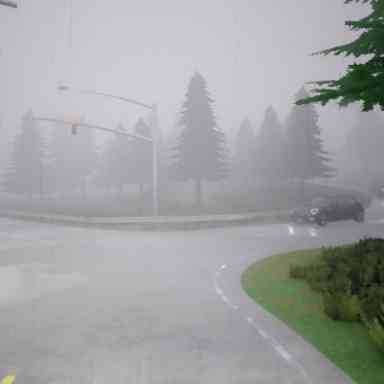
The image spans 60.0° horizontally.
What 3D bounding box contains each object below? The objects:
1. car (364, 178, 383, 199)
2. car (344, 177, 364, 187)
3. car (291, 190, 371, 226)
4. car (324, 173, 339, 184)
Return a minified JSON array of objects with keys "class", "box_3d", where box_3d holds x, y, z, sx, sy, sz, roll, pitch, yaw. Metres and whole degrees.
[{"class":"car","box_3d":[19.363,-0.326,33.399,2.097,1.767,4.553,-1,5,11]},{"class":"car","box_3d":[22.779,-1.292,45.669,1.837,1.490,4.892,0,5,-2]},{"class":"car","box_3d":[8.247,0.994,20.287,4.553,1.767,2.097,-3,1,-26]},{"class":"car","box_3d":[23.417,-2.525,55.818,2.150,2.045,5.566,0,5,20]}]
